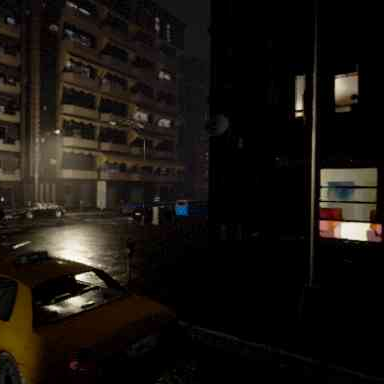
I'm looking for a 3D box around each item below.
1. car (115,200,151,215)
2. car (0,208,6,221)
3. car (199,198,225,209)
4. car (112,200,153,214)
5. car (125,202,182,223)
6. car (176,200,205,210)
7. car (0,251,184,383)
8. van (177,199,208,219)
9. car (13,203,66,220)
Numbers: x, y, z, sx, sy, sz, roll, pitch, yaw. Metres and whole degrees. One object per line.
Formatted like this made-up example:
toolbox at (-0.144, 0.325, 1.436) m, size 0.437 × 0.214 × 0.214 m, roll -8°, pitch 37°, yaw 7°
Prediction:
car at (-5.361, 1.674, 35.398) m, size 1.882 × 1.535 × 5.008 m, roll 1°, pitch 0°, yaw 36°
car at (-15.213, 1.549, 22.236) m, size 2.128 × 1.511 × 4.902 m, roll 1°, pitch 0°, yaw 40°
car at (3.121, 1.739, 51.343) m, size 1.967 × 1.590 × 4.097 m, roll 1°, pitch 0°, yaw 36°
car at (-6.699, 1.709, 37.958) m, size 1.887 × 1.381 × 4.507 m, roll 1°, pitch 0°, yaw 36°
car at (-3.222, 1.823, 28.534) m, size 1.947 × 1.339 × 4.313 m, roll 1°, pitch 0°, yaw 36°
car at (-0.153, 1.836, 46.882) m, size 1.802 × 1.307 × 4.206 m, roll 1°, pitch 0°, yaw 36°
car at (-2.380, 1.524, 4.712) m, size 4.829 × 1.417 × 1.752 m, roll 0°, pitch 1°, yaw 35°
van at (0.054, 1.644, 32.995) m, size 1.690 × 1.788 × 3.998 m, roll 1°, pitch 0°, yaw 36°
car at (-13.246, 1.624, 29.036) m, size 2.008 × 1.369 × 4.403 m, roll 1°, pitch 0°, yaw 36°
